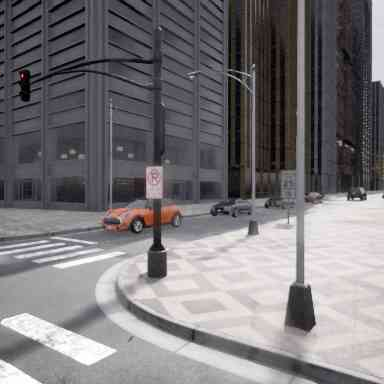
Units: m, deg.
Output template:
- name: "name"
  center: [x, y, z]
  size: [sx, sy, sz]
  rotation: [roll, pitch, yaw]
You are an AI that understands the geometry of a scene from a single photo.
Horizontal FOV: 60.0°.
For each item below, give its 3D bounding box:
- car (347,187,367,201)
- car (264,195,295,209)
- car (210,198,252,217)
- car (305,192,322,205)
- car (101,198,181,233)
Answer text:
- name: "car"
  center: [25.579, 0.277, 51.574]
  size: [2.150, 2.045, 5.566]
  rotation: [0, 1, 35]
- name: "car"
  center: [8.960, 0.981, 33.922]
  size: [1.994, 1.385, 4.181]
  rotation: [0, 1, 35]
- name: "car"
  center: [3.158, 1.144, 25.841]
  size: [1.994, 1.385, 4.181]
  rotation: [0, 1, 36]
- name: "car"
  center: [15.073, 0.730, 42.358]
  size: [1.882, 1.535, 5.008]
  rotation: [0, 1, 36]
- name: "car"
  center: [-2.609, 1.097, 17.877]
  size: [2.097, 1.767, 4.553]
  rotation: [0, 1, 37]
